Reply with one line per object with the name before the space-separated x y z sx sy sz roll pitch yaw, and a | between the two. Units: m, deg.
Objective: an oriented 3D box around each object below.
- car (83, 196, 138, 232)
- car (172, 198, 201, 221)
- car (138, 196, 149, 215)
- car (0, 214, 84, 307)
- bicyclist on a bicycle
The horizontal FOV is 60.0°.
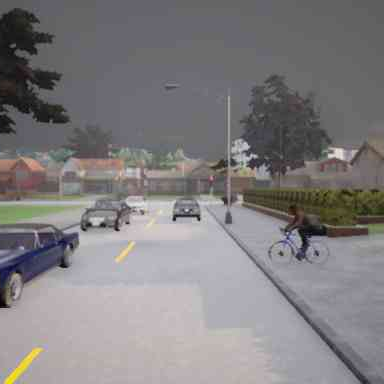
car | -4.435 1.153 17.708 2.128 1.511 4.902 0 1 -1
car | -0.364 1.112 22.739 2.033 1.411 5.357 0 1 -1
car | -4.548 1.035 26.761 1.812 1.442 4.674 0 1 -1
car | -4.244 1.452 7.711 1.895 1.301 4.718 0 1 -1
bicyclist on a bicycle | 2.872 1.176 8.913 1.656 1.620 0.582 0 1 -1
